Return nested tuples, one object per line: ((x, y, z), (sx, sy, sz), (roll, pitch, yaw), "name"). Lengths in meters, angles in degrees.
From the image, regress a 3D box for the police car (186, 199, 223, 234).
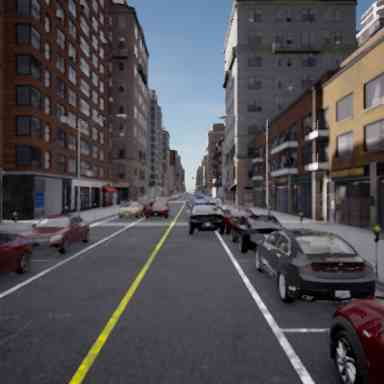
((0.729, 1.430, 19.324), (1.930, 1.638, 5.238), (0, 0, -1), "police car")

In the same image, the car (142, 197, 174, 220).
((-2.849, 1.486, 28.779), (1.882, 1.535, 5.008), (0, 0, 0), "car")

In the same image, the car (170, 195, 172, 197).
((-5.389, 1.578, 63.195), (2.008, 1.369, 4.403), (0, 0, 0), "car")

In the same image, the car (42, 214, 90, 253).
((-5.387, 1.583, 13.529), (1.802, 1.307, 4.206), (0, 0, 0), "car")

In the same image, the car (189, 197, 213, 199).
((0.825, 1.487, 29.233), (1.882, 1.535, 5.008), (0, 0, 0), "car")

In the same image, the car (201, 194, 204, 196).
((2.636, 1.465, 57.685), (1.967, 1.590, 4.097), (0, 0, 0), "car")

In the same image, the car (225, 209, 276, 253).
((2.638, 1.567, 13.534), (1.947, 1.339, 4.313), (0, 0, 0), "car")

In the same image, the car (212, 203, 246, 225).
((2.637, 1.557, 24.571), (2.008, 1.369, 4.403), (0, 0, 0), "car")

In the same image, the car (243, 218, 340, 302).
((2.638, 1.550, 8.015), (2.008, 1.369, 4.403), (0, 0, 0), "car")

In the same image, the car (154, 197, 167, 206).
((-5.389, 1.550, 57.506), (1.752, 1.417, 4.829), (0, 0, 0), "car")

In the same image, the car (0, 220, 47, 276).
((-5.387, 1.581, 8.012), (1.802, 1.307, 4.206), (0, 0, 0), "car")

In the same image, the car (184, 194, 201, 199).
((-0.001, 1.515, 54.628), (2.128, 1.511, 4.902), (0, 0, 0), "car")

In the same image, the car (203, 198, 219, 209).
((2.637, 1.569, 46.647), (2.008, 1.369, 4.403), (0, 0, 0), "car")

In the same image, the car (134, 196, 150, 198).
((-5.388, 1.327, 35.602), (2.192, 1.841, 5.009), (0, 0, 0), "car")

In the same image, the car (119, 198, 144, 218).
((-5.383, 1.535, 29.916), (1.752, 1.417, 4.829), (0, 0, 0), "car")

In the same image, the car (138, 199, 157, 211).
((-5.388, 1.597, 41.121), (1.802, 1.307, 4.206), (0, 0, 0), "car")

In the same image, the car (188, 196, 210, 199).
((0.825, 1.491, 35.233), (1.882, 1.535, 5.008), (0, 0, 0), "car")

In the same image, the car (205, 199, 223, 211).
((2.637, 1.566, 41.128), (2.008, 1.369, 4.403), (0, 0, 0), "car")

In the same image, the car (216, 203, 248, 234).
((2.638, 1.548, 19.052), (1.887, 1.381, 4.507), (0, 0, 0), "car")

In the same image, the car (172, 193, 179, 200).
((-5.390, 1.591, 90.276), (2.008, 1.369, 4.403), (0, 0, 0), "car")

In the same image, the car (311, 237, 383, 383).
((2.639, 1.440, 2.497), (1.967, 1.590, 4.097), (0, 0, 0), "car")

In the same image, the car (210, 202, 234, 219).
((2.637, 1.592, 30.090), (1.802, 1.307, 4.206), (0, 0, 0), "car")
